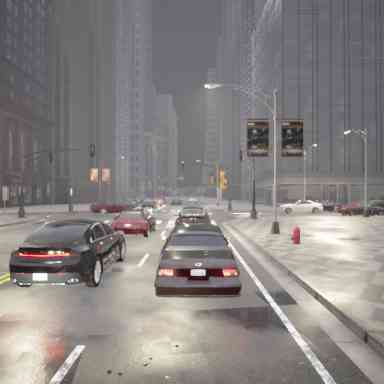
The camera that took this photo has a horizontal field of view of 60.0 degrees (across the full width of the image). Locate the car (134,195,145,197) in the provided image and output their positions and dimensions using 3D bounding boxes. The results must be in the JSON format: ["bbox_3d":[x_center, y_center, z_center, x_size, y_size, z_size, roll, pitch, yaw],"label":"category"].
[{"bbox_3d":[-9.729,1.522,60.714,2.150,2.045,5.566,0,0,0],"label":"car"}]

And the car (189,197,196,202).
[{"bbox_3d":[0.133,2.027,91.171,1.882,1.535,5.008,0,0,0],"label":"car"}]

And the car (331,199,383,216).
[{"bbox_3d":[15.359,1.576,30.166,4.206,1.307,1.802,0,0,-1],"label":"car"}]

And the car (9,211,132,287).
[{"bbox_3d":[-3.137,1.516,9.307,1.837,1.490,4.892,0,0,0],"label":"car"}]

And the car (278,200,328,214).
[{"bbox_3d":[11.688,1.601,35.882,4.674,1.442,1.812,0,-1,-1],"label":"car"}]

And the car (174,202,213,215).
[{"bbox_3d":[0.074,1.543,18.457,1.837,1.490,4.892,0,0,1],"label":"car"}]

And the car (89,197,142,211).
[{"bbox_3d":[-8.245,1.601,35.116,5.008,1.535,1.882,0,0,-32],"label":"car"}]

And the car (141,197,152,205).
[{"bbox_3d":[-9.647,1.905,71.060,1.812,1.442,4.674,0,0,0],"label":"car"}]

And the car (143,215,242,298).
[{"bbox_3d":[0.119,1.557,8.718,2.033,1.411,5.357,0,0,0],"label":"car"}]

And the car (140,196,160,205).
[{"bbox_3d":[-6.520,1.777,50.803,2.033,1.411,5.357,0,0,0],"label":"car"}]

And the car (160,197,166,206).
[{"bbox_3d":[-6.482,1.647,60.085,2.097,1.767,4.553,0,0,0],"label":"car"}]

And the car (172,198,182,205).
[{"bbox_3d":[-3.054,1.918,67.742,1.994,1.385,4.181,0,0,0],"label":"car"}]

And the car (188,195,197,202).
[{"bbox_3d":[0.118,1.685,80.594,2.150,2.045,5.566,0,0,0],"label":"car"}]

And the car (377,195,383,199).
[{"bbox_3d":[21.522,1.264,36.030,5.566,2.045,2.150,0,-1,-1],"label":"car"}]

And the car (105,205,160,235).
[{"bbox_3d":[-3.124,1.601,18.207,1.994,1.385,4.181,0,0,0],"label":"car"}]

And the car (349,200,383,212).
[{"bbox_3d":[20.882,1.642,38.769,4.313,1.339,1.947,0,0,-1],"label":"car"}]

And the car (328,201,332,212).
[{"bbox_3d":[15.242,1.662,38.690,4.313,1.339,1.947,0,0,-1],"label":"car"}]
